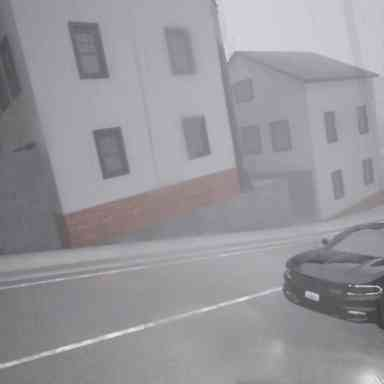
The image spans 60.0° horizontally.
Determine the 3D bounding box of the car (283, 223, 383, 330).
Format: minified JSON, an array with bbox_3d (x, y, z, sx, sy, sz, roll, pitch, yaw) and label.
[{"bbox_3d":[3.976,1.404,6.838,5.008,1.535,1.882,0,1,-36],"label":"car"}]
